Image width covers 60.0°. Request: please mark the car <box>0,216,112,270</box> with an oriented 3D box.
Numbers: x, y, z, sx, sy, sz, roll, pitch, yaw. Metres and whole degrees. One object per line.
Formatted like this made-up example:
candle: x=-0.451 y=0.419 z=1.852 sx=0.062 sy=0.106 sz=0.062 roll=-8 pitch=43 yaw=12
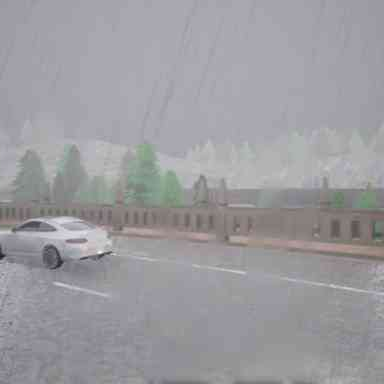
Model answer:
car: x=-4.710 y=1.527 z=10.990 sx=4.674 sy=1.442 sz=1.812 roll=0 pitch=0 yaw=31
